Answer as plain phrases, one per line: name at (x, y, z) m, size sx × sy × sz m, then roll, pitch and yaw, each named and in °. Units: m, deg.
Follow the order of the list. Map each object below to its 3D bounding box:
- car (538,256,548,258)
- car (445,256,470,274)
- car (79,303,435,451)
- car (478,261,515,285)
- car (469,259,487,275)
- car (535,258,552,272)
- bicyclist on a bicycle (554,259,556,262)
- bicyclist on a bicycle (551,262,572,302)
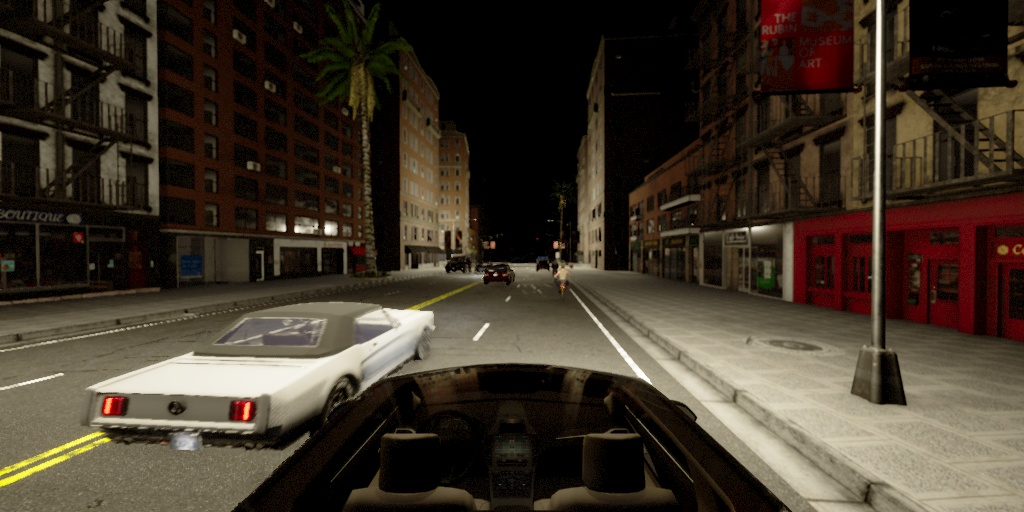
car at (5.016, 1.070, 58.154) m, size 2.150 × 2.045 × 5.566 m, roll 0°, pitch 0°, yaw 5°
car at (-6.226, 1.031, 42.342) m, size 2.150 × 2.045 × 5.566 m, roll 0°, pitch 0°, yaw 5°
car at (-2.683, 1.352, 5.372) m, size 1.895 × 1.301 × 4.718 m, roll 0°, pitch 0°, yaw 5°
car at (-0.878, 1.315, 26.367) m, size 2.033 × 1.411 × 5.357 m, roll 0°, pitch 0°, yaw 5°
car at (-3.086, 1.295, 40.924) m, size 2.128 × 1.511 × 4.902 m, roll 0°, pitch 0°, yaw 5°
car at (4.178, 1.323, 47.828) m, size 1.837 × 1.490 × 4.892 m, roll 0°, pitch 0°, yaw 6°
bicyclist on a bicycle at (3.210, 1.136, 26.715) m, size 0.659 × 1.776 × 1.843 m, roll 0°, pitch 0°, yaw 5°
bicyclist on a bicycle at (2.275, 1.189, 16.078) m, size 0.866 × 1.612 × 1.509 m, roll 0°, pitch 0°, yaw 5°
